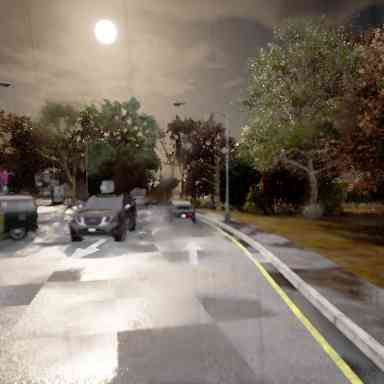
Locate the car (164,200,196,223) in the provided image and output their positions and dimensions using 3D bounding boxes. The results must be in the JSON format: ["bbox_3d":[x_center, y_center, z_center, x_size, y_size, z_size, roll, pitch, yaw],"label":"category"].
[{"bbox_3d":[-0.918,1.328,24.279,1.837,1.490,4.892,0,0,-9],"label":"car"}]

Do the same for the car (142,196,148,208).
[{"bbox_3d":[-6.987,1.141,40.337,2.128,1.511,4.902,0,0,-34],"label":"car"}]

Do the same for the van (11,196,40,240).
[{"bbox_3d":[-9.436,1.182,15.155,4.442,1.987,1.878,-1,1,-21],"label":"van"}]

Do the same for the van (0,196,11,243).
[{"bbox_3d":[-9.401,1.213,12.154,4.442,1.987,1.878,-1,1,-21],"label":"van"}]

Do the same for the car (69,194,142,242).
[{"bbox_3d":[-4.032,1.133,16.114,2.150,2.045,5.566,0,1,0],"label":"car"}]
